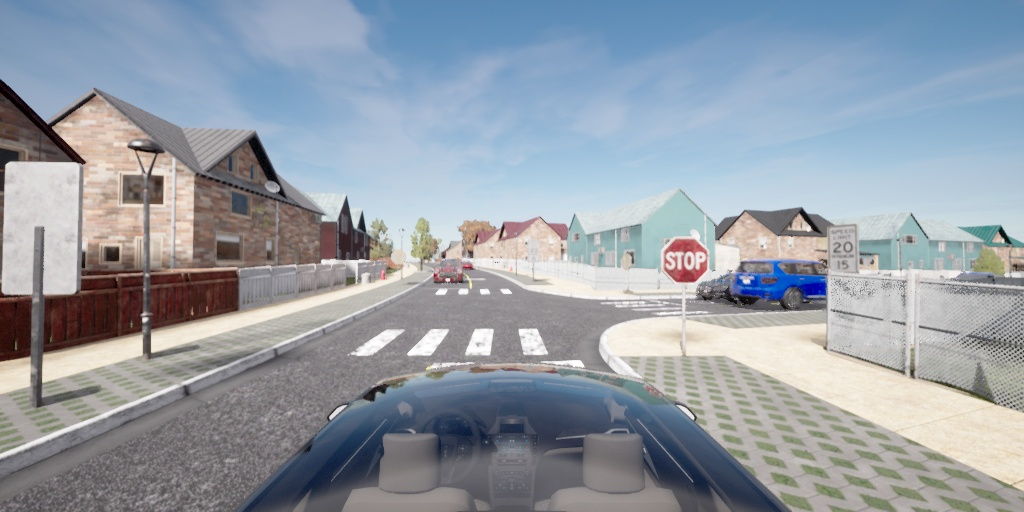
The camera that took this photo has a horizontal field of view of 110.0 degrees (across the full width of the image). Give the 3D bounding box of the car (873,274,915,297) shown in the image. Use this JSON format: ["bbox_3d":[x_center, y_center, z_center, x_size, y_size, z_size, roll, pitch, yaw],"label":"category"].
[{"bbox_3d":[21.869,1.772,21.565,5.357,1.411,2.033,1,-1,-19],"label":"car"}]

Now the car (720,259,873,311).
[{"bbox_3d":[12.244,1.192,15.507,5.566,2.045,2.150,1,-1,-16],"label":"car"}]

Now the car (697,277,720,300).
[{"bbox_3d":[11.793,1.539,18.291,4.892,1.490,1.837,1,-1,-17],"label":"car"}]

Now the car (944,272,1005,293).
[{"bbox_3d":[32.532,1.906,25.063,5.008,1.535,1.882,1,-2,-18],"label":"car"}]

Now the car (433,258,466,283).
[{"bbox_3d":[-4.754,1.080,27.145,2.097,1.767,4.553,0,0,-8],"label":"car"}]

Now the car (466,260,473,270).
[{"bbox_3d":[-6.995,1.317,53.083,1.994,1.385,4.181,0,0,-15],"label":"car"}]
